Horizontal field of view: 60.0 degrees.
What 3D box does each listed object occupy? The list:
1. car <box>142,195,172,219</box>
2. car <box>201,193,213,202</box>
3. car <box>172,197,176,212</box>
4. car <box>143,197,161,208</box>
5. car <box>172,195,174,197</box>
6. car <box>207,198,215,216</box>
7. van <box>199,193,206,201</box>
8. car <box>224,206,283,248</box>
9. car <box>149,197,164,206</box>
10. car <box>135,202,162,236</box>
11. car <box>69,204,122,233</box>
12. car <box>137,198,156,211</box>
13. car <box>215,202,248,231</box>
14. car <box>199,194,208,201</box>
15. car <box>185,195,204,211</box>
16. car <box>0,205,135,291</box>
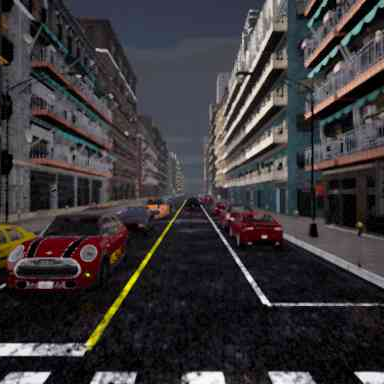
[{"bbox_3d":[-3.096,1.328,28.455,2.097,1.767,4.553,0,0,0],"label":"car"},{"bbox_3d":[2.989,1.304,62.921,2.097,1.767,4.553,0,0,0],"label":"car"},{"bbox_3d":[-3.068,1.570,38.313,1.895,1.301,4.718,0,0,0],"label":"car"},{"bbox_3d":[-5.691,1.513,47.762,2.008,1.369,4.403,1,0,0],"label":"car"},{"bbox_3d":[-5.696,1.497,75.379,2.008,1.369,4.403,1,0,0],"label":"car"},{"bbox_3d":[2.692,1.556,31.179,1.802,1.307,4.206,1,0,0],"label":"car"},{"bbox_3d":[2.685,1.283,86.414,1.690,1.788,3.998,1,0,0],"label":"van"},{"bbox_3d":[2.695,1.532,14.609,1.887,1.381,4.507,1,0,0],"label":"car"},{"bbox_3d":[-5.692,1.504,53.286,1.887,1.381,4.507,1,0,0],"label":"car"},{"bbox_3d":[-3.104,1.531,18.665,2.033,1.411,5.357,0,0,0],"label":"car"},{"bbox_3d":[-5.687,1.527,20.145,1.887,1.381,4.507,1,0,0],"label":"car"},{"bbox_3d":[-5.690,1.492,42.069,1.752,1.417,4.829,1,0,0],"label":"car"},{"bbox_3d":[2.695,1.423,20.132,1.967,1.590,4.097,1,0,0],"label":"car"},{"bbox_3d":[2.685,1.384,80.890,1.967,1.590,4.097,1,0,0],"label":"car"},{"bbox_3d":[0.091,1.445,40.671,1.882,1.535,5.008,0,0,0],"label":"car"},{"bbox_3d":[-3.076,1.344,9.173,2.097,1.767,4.553,0,0,-1],"label":"car"}]
